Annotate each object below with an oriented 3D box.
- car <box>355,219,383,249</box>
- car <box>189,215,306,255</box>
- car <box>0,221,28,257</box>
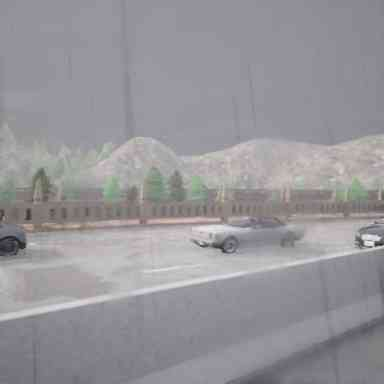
[{"bbox_3d":[8.384,1.550,12.706,4.902,1.511,2.128,0,0,-27],"label":"car"},{"bbox_3d":[2.268,1.611,13.430,4.718,1.301,1.895,0,0,-30],"label":"car"},{"bbox_3d":[-7.814,1.494,11.107,4.181,1.385,1.994,0,0,-35],"label":"car"}]
